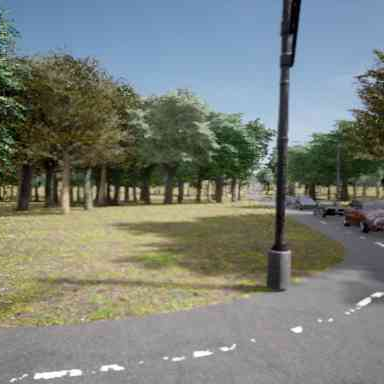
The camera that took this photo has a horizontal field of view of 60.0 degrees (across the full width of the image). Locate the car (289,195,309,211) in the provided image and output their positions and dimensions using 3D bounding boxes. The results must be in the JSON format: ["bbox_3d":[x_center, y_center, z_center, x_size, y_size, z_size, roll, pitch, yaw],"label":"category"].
[{"bbox_3d":[12.350,1.282,36.445,2.033,1.411,5.357,2,0,8],"label":"car"}]

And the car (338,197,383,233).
[{"bbox_3d":[9.713,1.181,17.812,2.097,1.767,4.553,2,1,9],"label":"car"}]

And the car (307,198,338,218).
[{"bbox_3d":[10.989,1.379,26.732,1.895,1.301,4.718,2,1,8],"label":"car"}]

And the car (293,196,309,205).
[{"bbox_3d":[18.980,1.510,58.075,1.994,1.385,4.181,2,0,8],"label":"car"}]

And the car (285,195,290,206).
[{"bbox_3d":[13.806,1.236,46.351,2.128,1.511,4.902,2,0,8],"label":"car"}]
